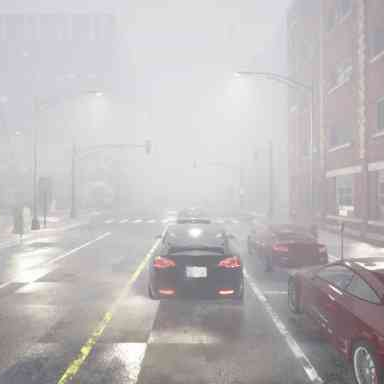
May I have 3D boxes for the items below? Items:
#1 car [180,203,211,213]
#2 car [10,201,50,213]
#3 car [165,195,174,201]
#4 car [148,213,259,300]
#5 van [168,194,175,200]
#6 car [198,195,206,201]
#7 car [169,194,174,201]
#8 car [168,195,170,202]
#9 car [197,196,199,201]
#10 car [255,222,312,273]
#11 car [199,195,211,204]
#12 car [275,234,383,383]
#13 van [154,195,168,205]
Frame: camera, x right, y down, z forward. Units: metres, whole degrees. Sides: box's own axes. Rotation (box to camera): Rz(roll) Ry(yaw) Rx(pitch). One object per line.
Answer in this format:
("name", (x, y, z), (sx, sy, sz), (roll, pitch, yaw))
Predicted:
("car", (0.065, 1.552, 17.686), (2.033, 1.411, 5.357), (0, 0, -1))
("car", (-18.790, 1.730, 38.711), (4.313, 1.339, 1.947), (0, -1, 0))
("car", (-5.858, 1.582, 87.909), (2.008, 1.369, 4.403), (1, 0, 0))
("car", (0.083, 1.506, 8.414), (2.163, 1.488, 4.792), (0, 0, 0))
("van", (-5.866, 1.375, 93.561), (1.690, 1.788, 3.998), (1, 0, 0))
("car", (2.522, 1.597, 87.887), (1.947, 1.339, 4.313), (1, 0, 0))
("car", (-5.835, 1.607, 76.604), (1.802, 1.307, 4.206), (1, 0, 0))
("car", (-5.812, 1.602, 65.300), (1.802, 1.307, 4.206), (1, 0, 0))
("car", (2.534, 1.573, 82.236), (1.887, 1.381, 4.507), (1, 0, 0))
("car", (2.816, 1.585, 10.372), (1.802, 1.307, 4.206), (1, 0, 0))
("car", (2.580, 1.544, 59.796), (1.752, 1.417, 4.829), (1, 0, 0))
("car", (2.658, 1.583, 4.716), (1.802, 1.307, 4.206), (1, 0, 0))
("van", (-5.797, 1.359, 59.648), (1.690, 1.788, 3.998), (1, 0, 0))
